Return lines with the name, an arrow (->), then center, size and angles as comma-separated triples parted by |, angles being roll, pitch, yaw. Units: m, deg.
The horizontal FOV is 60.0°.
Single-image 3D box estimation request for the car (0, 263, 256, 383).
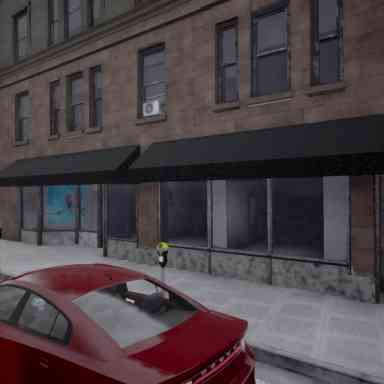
car -> -1.501, 1.545, 3.919 | 4.507, 1.381, 1.887 | 0, 0, 35
